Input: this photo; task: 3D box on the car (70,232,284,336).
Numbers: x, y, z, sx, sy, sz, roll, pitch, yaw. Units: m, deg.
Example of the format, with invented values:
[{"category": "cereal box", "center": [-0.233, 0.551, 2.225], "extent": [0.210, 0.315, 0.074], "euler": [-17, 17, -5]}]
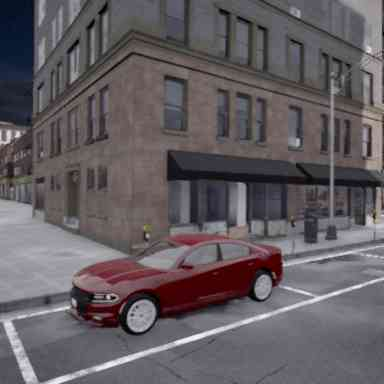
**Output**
[{"category": "car", "center": [-0.077, 1.546, 6.703], "extent": [4.507, 1.381, 1.887], "euler": [0, 1, -36]}]
